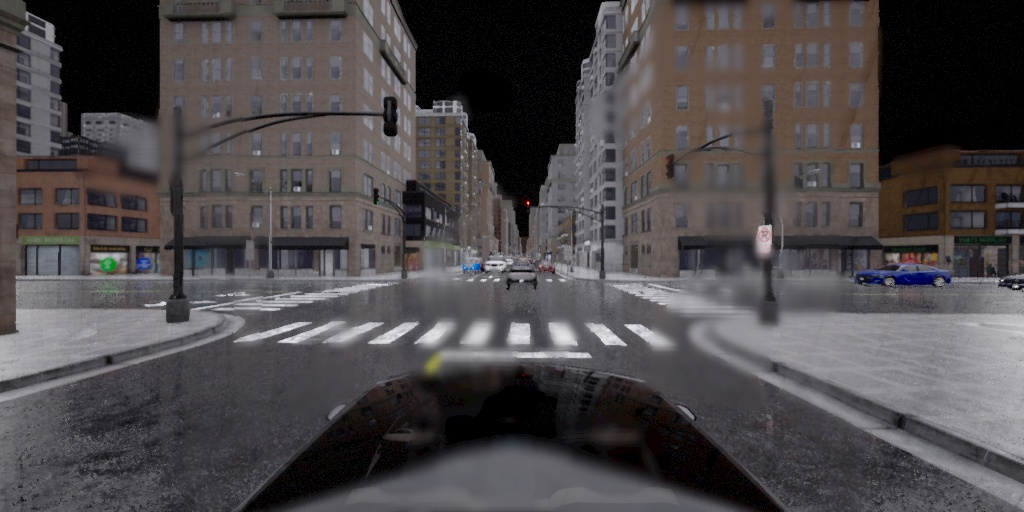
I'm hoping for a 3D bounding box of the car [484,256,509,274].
[{"bbox_3d":[-1.857,0.978,42.099,2.150,2.045,5.566,0,0,2],"label":"car"}]

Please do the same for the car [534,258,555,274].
[{"bbox_3d":[3.869,1.195,40.977,1.967,1.591,4.097,0,0,2],"label":"car"}]

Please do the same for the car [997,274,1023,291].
[{"bbox_3d":[31.104,1.329,20.159,5.357,1.411,2.033,0,0,2],"label":"car"}]

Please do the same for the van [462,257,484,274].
[{"bbox_3d":[-4.652,1.096,41.273,1.690,1.789,3.998,0,0,2],"label":"van"}]

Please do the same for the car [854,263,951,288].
[{"bbox_3d":[25.574,1.249,23.575,5.008,1.535,1.882,0,0,2],"label":"car"}]

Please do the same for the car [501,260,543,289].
[{"bbox_3d":[0.658,1.231,23.179,2.128,1.511,4.902,0,0,2],"label":"car"}]
